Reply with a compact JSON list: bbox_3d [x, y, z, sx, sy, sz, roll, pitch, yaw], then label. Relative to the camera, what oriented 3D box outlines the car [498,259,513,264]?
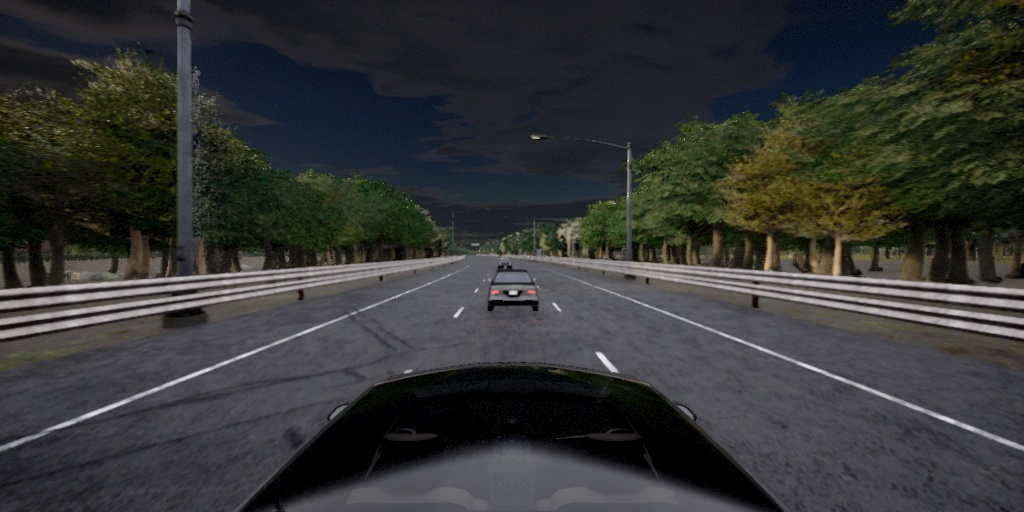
[{"bbox_3d":[-0.914,1.027,45.993,1.895,1.301,4.718,0,0,-2],"label":"car"}]

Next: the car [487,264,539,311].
[{"bbox_3d":[0.014,1.206,13.985,2.033,1.411,5.357,0,0,-1],"label":"car"}]
